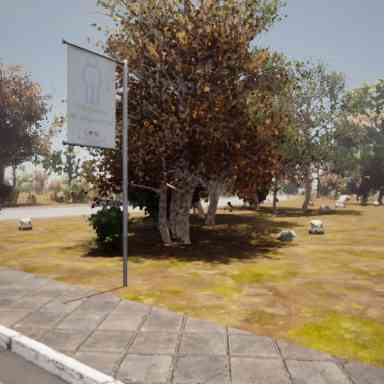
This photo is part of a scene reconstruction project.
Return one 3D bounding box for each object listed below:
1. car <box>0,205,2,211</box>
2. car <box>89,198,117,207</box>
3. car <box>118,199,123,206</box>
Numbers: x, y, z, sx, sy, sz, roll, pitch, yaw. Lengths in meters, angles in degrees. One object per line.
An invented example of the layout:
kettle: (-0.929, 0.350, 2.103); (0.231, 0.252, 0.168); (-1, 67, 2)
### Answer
car: (-21.596, 1.545, 32.420); (2.033, 1.411, 5.357); (0, 0, 39)
car: (-12.835, 1.451, 49.169); (2.128, 1.511, 4.902); (0, 0, 37)
car: (-7.999, 1.492, 49.715); (2.033, 1.411, 5.357); (0, 0, 37)
